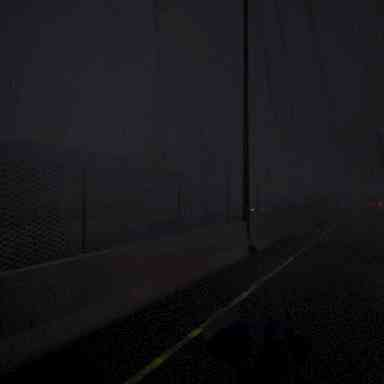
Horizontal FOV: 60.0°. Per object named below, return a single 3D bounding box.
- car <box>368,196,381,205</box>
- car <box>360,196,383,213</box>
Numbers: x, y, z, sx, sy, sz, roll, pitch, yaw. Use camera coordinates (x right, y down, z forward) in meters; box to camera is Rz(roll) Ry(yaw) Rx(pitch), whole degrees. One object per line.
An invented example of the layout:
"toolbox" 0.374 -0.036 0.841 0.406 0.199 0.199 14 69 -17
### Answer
"car" 29.906 1.400 54.665 1.812 1.442 4.674 0 0 28
"car" 19.240 1.272 35.605 2.097 1.767 4.553 0 0 29
